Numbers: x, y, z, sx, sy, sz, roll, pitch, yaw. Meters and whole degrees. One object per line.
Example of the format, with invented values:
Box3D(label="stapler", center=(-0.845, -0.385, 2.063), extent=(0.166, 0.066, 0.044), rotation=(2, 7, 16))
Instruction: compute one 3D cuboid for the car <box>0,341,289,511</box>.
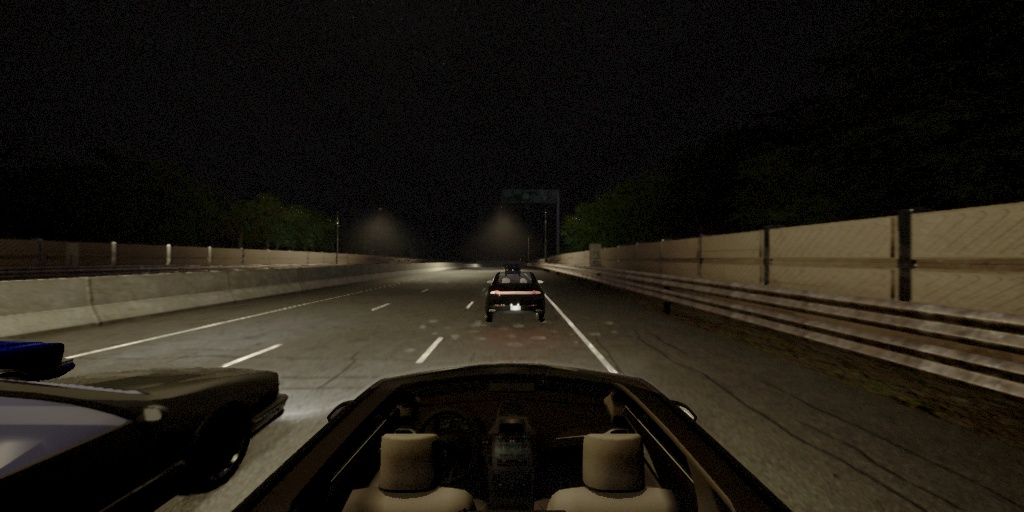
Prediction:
Box3D(label="car", center=(-3.404, 1.297, 1.462), extent=(2.033, 1.411, 5.357), rotation=(0, 0, 1))

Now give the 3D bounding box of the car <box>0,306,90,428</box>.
Box3D(label="car", center=(-6.898, 1.352, 2.697), extent=(1.895, 1.301, 4.718), rotation=(0, 0, 0))

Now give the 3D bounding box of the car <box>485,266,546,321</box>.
Box3D(label="car", center=(0.101, 1.271, 12.574), extent=(2.128, 1.511, 4.902), rotation=(0, 0, 0))

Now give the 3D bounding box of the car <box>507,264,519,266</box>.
Box3D(label="car", center=(0.101, 1.597, 41.277), extent=(2.033, 1.411, 5.357), rotation=(0, -1, 0))
